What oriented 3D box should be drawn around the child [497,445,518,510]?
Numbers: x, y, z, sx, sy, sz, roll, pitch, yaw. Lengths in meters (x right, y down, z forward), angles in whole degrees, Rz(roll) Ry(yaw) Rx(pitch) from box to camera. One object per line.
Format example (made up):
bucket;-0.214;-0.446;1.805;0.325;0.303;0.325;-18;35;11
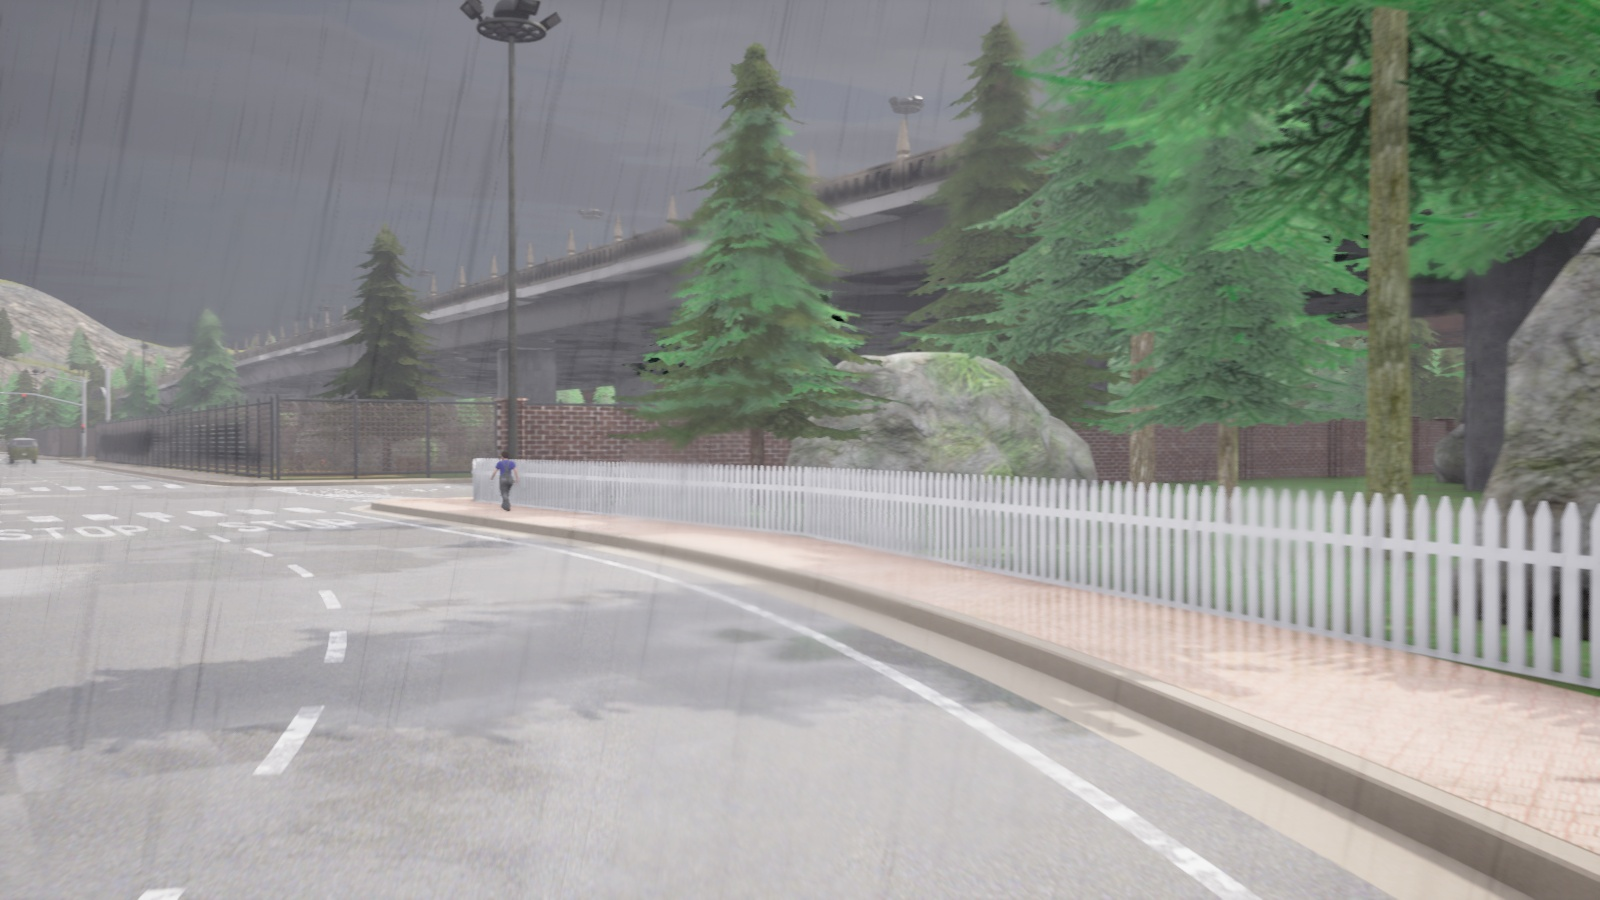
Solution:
child;-5.803;0.541;24.895;0.270;1.263;0.437;0;0;-34
